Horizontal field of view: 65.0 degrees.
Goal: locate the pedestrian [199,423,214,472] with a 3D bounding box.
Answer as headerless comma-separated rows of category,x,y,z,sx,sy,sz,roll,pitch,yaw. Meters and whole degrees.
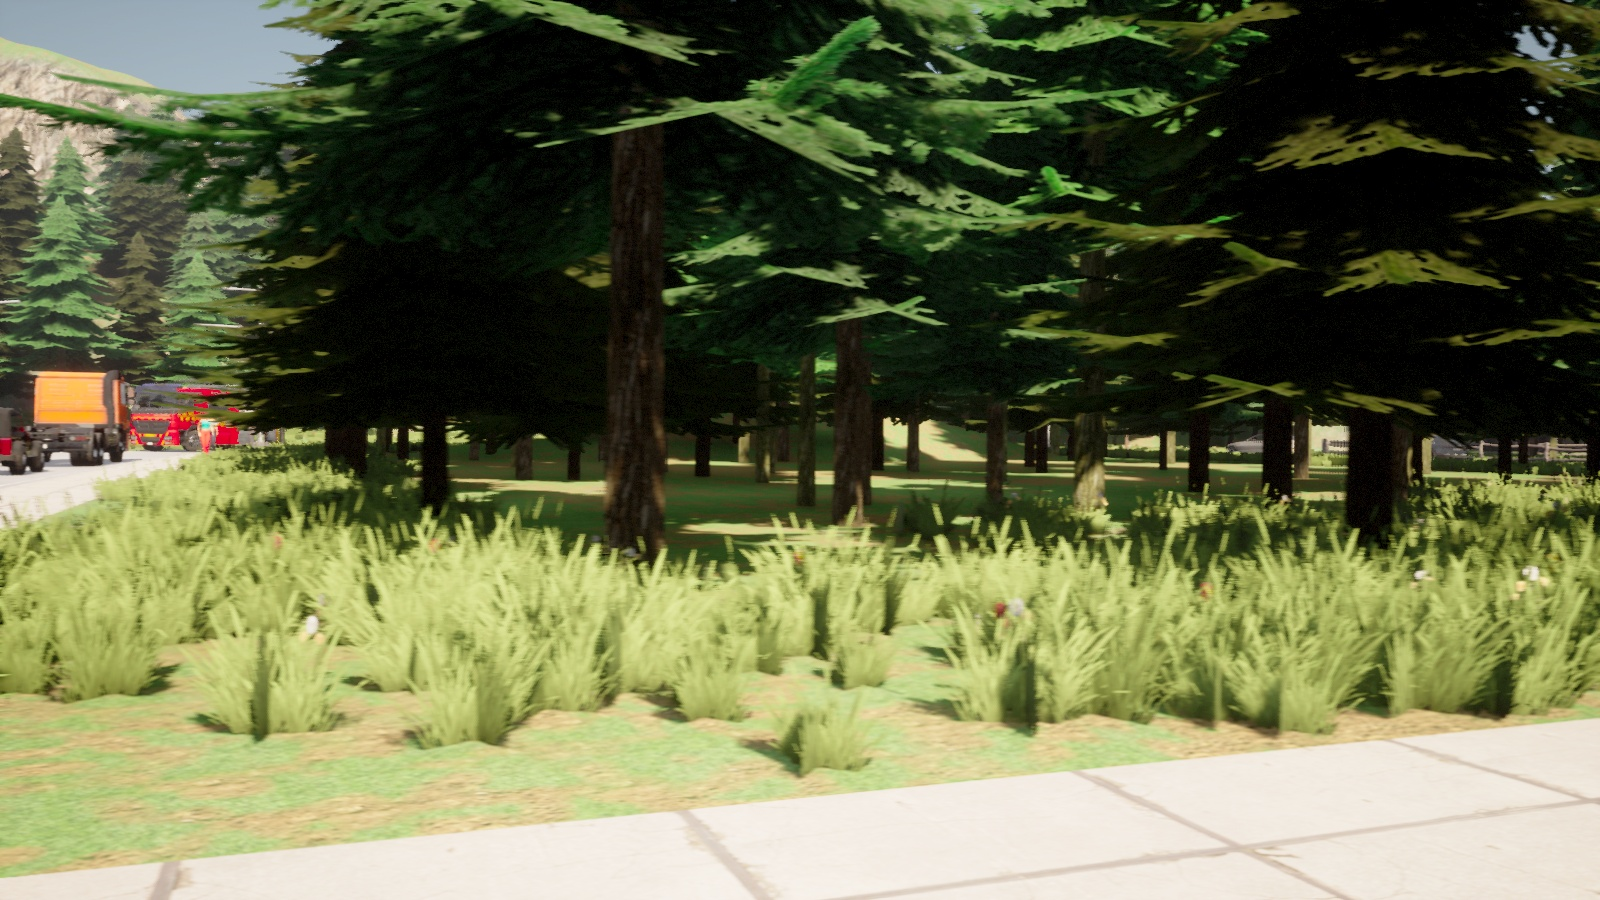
pedestrian,-22.306,-0.095,47.178,0.345,1.836,0.594,-1,1,-37

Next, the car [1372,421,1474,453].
car,33.496,-0.734,67.658,2.033,1.649,4.856,-1,1,-20

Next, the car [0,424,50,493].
car,-22.910,0.228,35.812,1.905,1.878,3.866,-1,1,-20

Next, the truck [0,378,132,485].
truck,-26.185,-0.662,44.896,2.891,3.462,7.936,-1,1,-20

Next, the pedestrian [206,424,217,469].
pedestrian,-24.079,-0.145,51.409,0.345,1.836,0.594,-1,1,-21

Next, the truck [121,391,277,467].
truck,-32.290,-1.141,67.944,2.891,3.827,8.468,0,1,13

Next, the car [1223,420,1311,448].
car,28.963,-1.006,78.061,2.152,1.651,5.027,-1,1,-26
